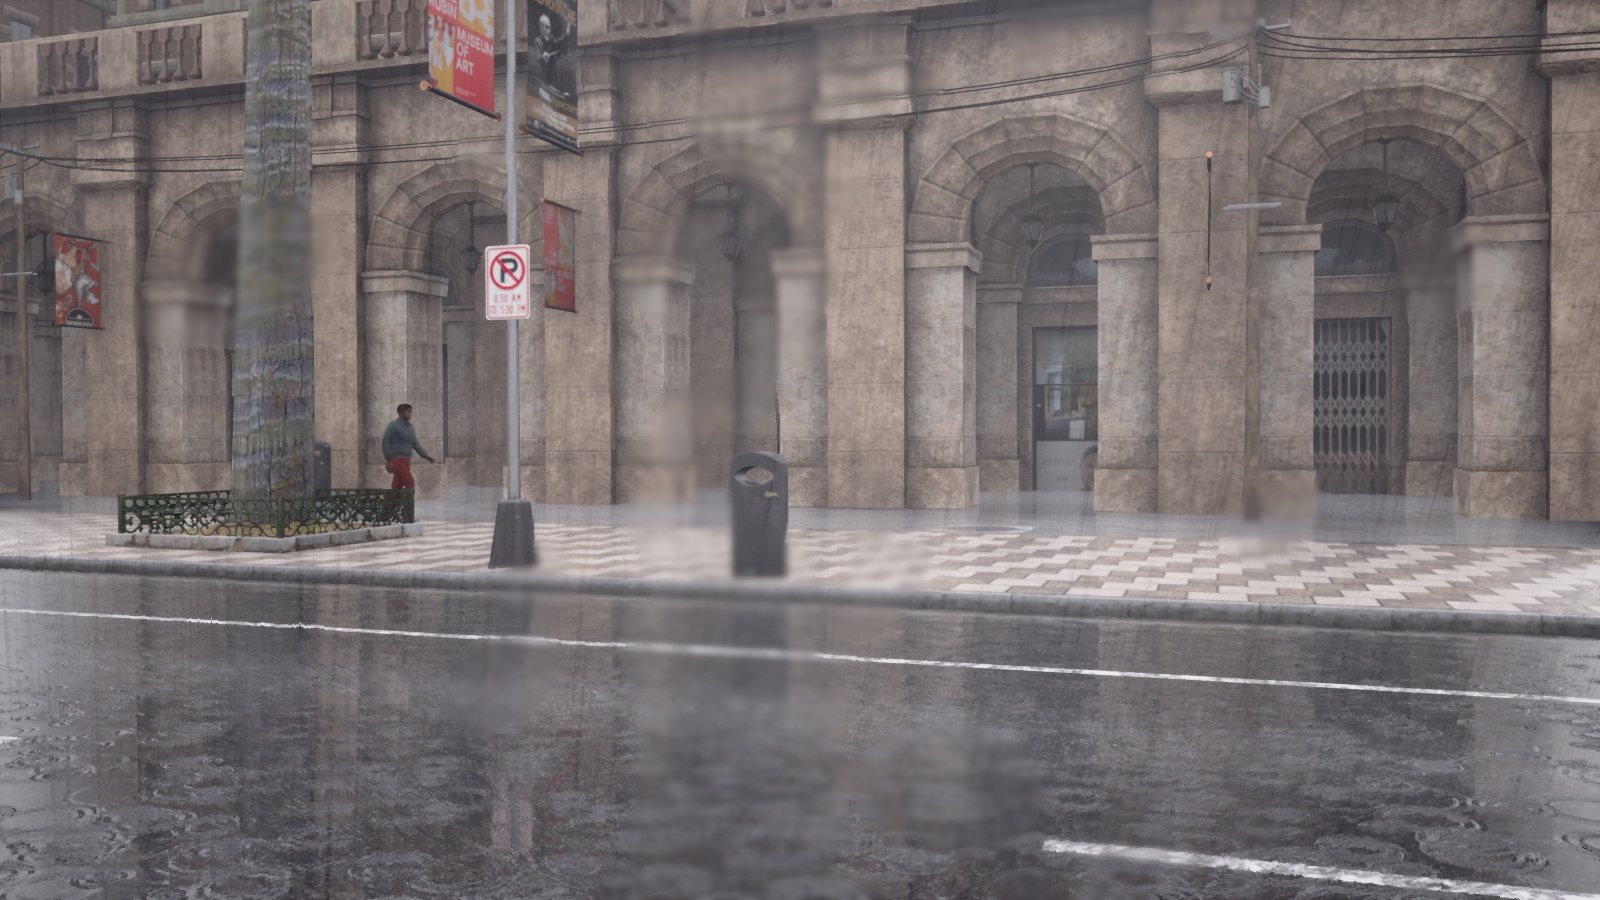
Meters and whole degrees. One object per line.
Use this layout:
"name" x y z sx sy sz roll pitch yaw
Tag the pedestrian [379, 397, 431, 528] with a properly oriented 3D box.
"pedestrian" -5.669 0.173 18.026 0.614 1.847 0.353 0 1 14
